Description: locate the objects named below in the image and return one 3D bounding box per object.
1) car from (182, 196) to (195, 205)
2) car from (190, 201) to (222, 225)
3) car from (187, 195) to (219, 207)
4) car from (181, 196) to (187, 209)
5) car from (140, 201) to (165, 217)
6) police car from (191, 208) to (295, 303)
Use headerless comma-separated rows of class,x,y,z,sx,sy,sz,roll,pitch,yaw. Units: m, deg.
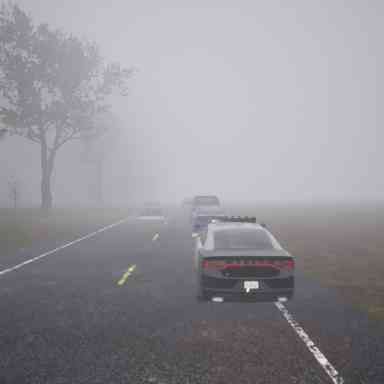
car,-0.645,1.537,58.877,2.128,1.511,4.902,0,0,-1
car,0.978,1.483,18.319,1.882,1.535,5.008,0,0,0
car,0.929,1.233,24.355,2.150,2.045,5.566,0,0,-1
car,-0.373,1.382,45.827,2.097,1.767,4.553,0,0,0
car,-3.711,1.579,31.890,1.994,1.385,4.181,0,0,-1
police car,1.033,1.426,8.419,1.930,1.638,5.238,0,0,0
